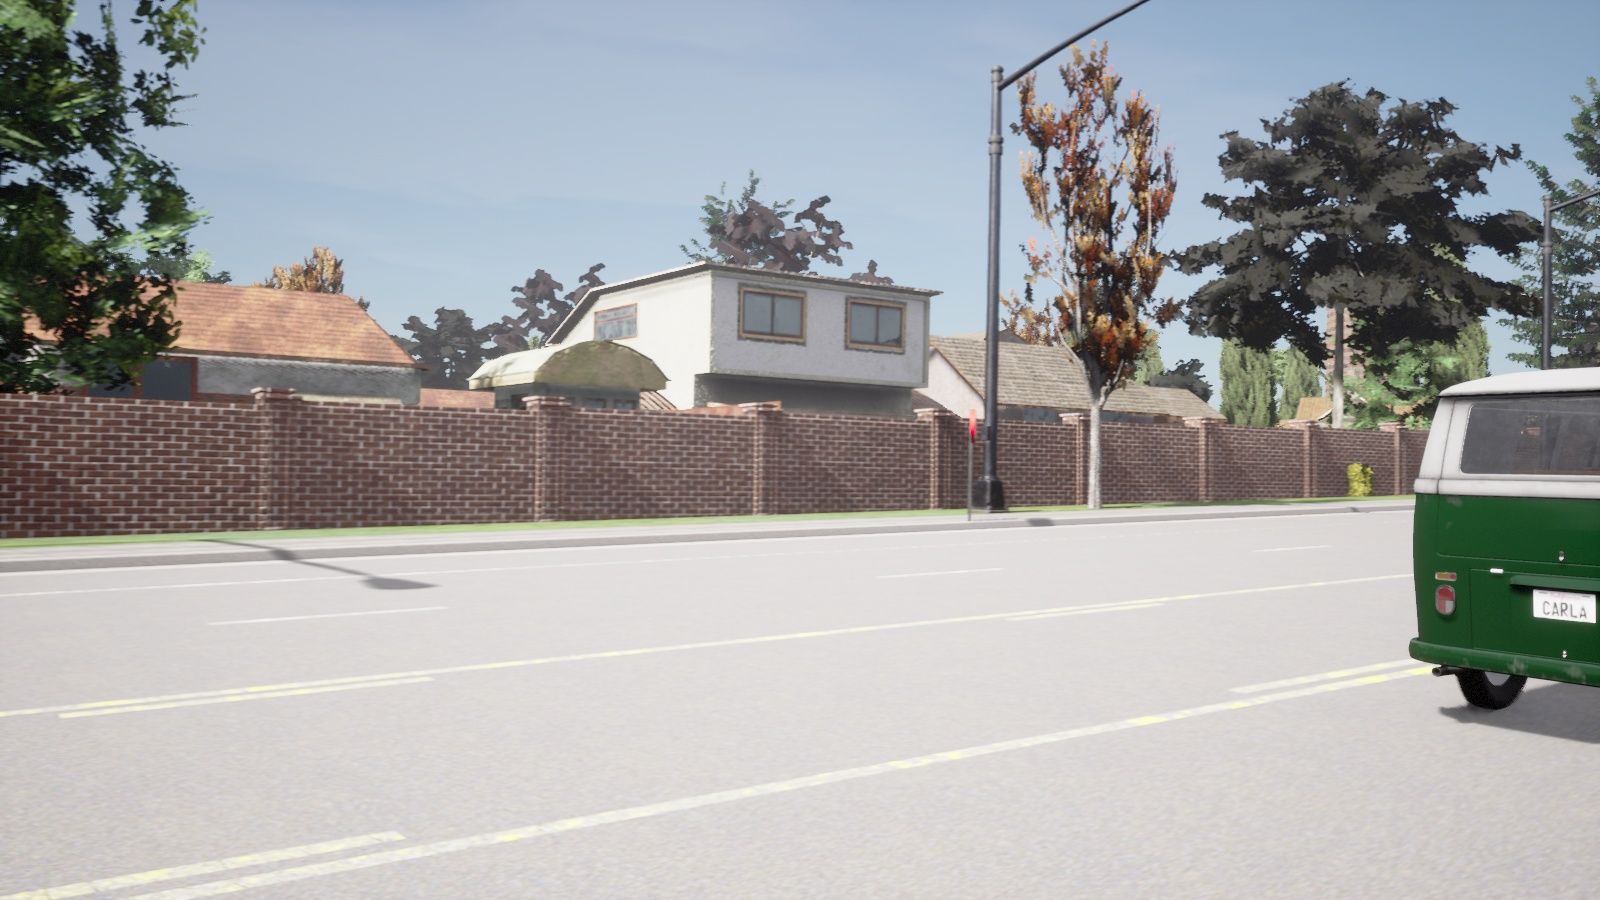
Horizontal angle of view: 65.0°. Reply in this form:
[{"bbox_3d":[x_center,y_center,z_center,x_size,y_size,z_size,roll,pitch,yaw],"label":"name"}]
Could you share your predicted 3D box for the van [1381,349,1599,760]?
[{"bbox_3d":[5.565,0.506,7.531,4.442,1.987,1.775,0,0,-35],"label":"van"}]
